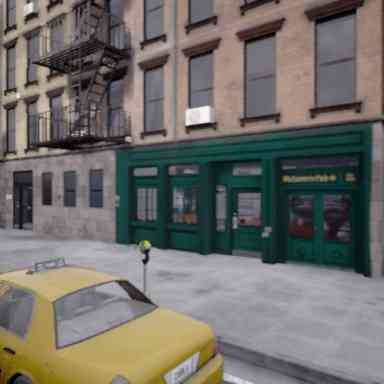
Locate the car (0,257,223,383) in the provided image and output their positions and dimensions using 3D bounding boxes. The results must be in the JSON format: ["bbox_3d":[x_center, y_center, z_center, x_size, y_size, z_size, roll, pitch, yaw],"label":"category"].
[{"bbox_3d":[-1.966,1.523,4.247,4.829,1.417,1.752,0,0,36],"label":"car"}]
